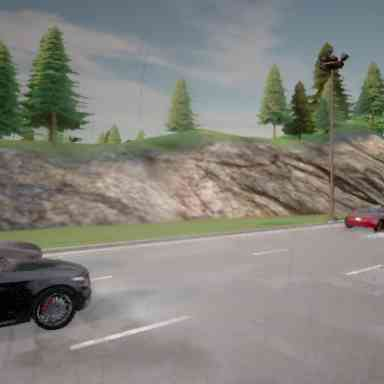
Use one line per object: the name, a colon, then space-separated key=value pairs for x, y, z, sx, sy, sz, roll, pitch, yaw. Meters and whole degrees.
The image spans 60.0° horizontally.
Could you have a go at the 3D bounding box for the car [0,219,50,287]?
car: x=-6.409 y=1.544 z=7.765 sx=5.357 sy=1.411 sz=2.033 roll=0 pitch=0 yaw=-36

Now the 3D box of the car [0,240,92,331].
car: x=-3.979 y=1.524 z=5.199 sx=4.674 sy=1.442 sz=1.812 roll=0 pitch=0 yaw=-36

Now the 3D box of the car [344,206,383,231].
car: x=11.279 y=1.540 z=20.526 sx=4.181 sy=1.385 sz=1.994 roll=0 pitch=0 yaw=-36
